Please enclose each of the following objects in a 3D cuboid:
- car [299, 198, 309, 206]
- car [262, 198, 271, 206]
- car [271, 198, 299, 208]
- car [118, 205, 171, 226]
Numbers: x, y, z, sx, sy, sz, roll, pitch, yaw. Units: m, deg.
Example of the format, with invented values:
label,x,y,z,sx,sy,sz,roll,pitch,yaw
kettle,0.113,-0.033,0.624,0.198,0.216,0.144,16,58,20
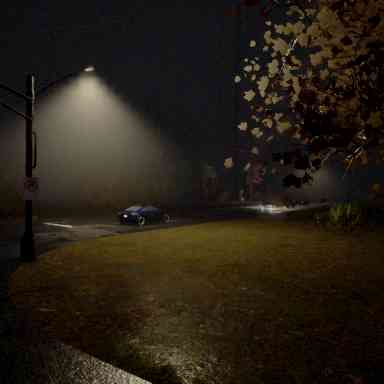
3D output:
label,x,y,z,sx,sy,sz,roll,pitch,yaw
car,19.406,1.766,58.815,1.895,1.301,4.718,1,0,31
car,13.312,1.696,55.685,1.895,1.301,4.718,1,0,32
car,14.147,1.612,50.424,1.882,1.535,5.008,1,0,33
car,-3.413,1.631,24.553,1.994,1.385,4.181,1,0,35
